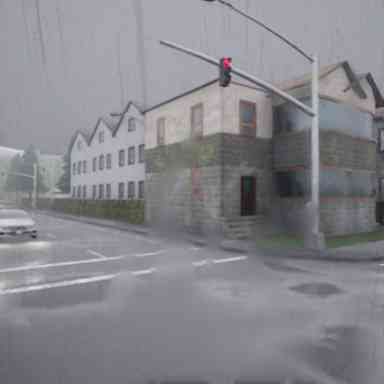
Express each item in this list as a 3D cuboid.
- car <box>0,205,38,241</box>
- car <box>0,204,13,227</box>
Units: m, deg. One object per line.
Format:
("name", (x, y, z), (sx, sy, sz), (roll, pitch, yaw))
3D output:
("car", (-9.529, 1.648, 17.638), (1.812, 1.442, 4.674), (1, -1, -36))
("car", (-15.010, 1.699, 25.297), (1.882, 1.535, 5.008), (1, -1, -35))
